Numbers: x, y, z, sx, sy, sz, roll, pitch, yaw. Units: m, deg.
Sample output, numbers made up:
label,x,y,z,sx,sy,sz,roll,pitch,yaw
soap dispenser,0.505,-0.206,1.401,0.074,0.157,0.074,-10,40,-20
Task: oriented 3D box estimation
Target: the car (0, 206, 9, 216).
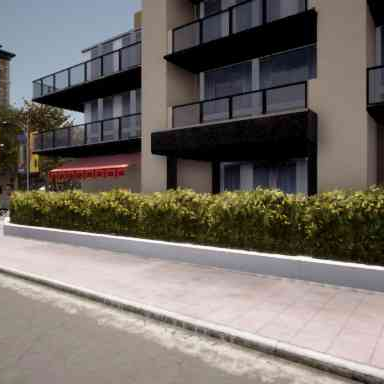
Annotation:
label,x,y,z,sx,sy,sz,roll,pitch,yaw
car,-18.948,1.600,30.053,1.895,1.301,4.718,0,0,36
